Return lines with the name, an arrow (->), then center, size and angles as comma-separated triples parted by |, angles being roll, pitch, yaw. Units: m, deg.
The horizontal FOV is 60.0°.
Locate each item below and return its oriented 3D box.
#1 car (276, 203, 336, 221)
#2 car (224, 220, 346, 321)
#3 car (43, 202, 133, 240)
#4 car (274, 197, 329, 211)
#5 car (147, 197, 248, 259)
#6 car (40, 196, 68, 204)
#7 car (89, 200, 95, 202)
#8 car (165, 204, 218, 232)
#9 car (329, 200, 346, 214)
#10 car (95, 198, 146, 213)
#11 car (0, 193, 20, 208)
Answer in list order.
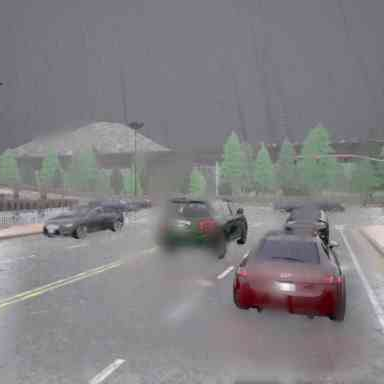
car -> 5.504, 1.492, 15.774 | 2.128, 1.511, 4.902 | 0, 0, 22
car -> 2.271, 1.564, 7.472 | 1.994, 1.385, 4.181 | 0, 0, 21
car -> -5.403, 1.491, 17.197 | 2.128, 1.511, 4.902 | 0, 0, 22
car -> 10.567, 1.491, 32.799 | 4.902, 1.511, 2.128 | 0, 0, 20
car -> 0.634, 1.222, 12.996 | 2.150, 2.045, 5.566 | 0, 0, 21
car -> -19.932, 1.401, 47.419 | 5.008, 1.535, 1.882 | 2, 1, 20
car -> -10.068, 1.475, 40.173 | 5.008, 1.535, 1.882 | 0, 0, 20
car -> 0.105, 1.568, 21.500 | 1.812, 1.442, 4.674 | 0, 0, 21
car -> 13.832, 1.352, 35.350 | 4.553, 1.767, 2.097 | 0, 0, 20
car -> -7.614, 1.526, 35.153 | 4.674, 1.442, 1.812 | 0, 0, 27
car -> -23.018, 1.126, 41.086 | 5.566, 2.045, 2.150 | 2, 1, 19
